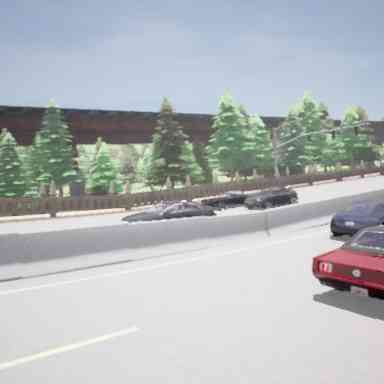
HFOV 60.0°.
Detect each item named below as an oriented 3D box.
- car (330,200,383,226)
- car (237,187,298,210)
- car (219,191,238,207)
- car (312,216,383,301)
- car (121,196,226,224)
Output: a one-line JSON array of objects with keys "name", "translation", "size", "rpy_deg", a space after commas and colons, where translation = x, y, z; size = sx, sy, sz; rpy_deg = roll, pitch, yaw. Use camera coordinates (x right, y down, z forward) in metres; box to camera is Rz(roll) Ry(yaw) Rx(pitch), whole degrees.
[{"name": "car", "translation": [7.405, 0.989, 13.362], "size": [4.181, 1.385, 1.994], "rpy_deg": [-5, 3, -36]}, {"name": "car", "translation": [6.126, 0.422, 25.544], "size": [4.892, 1.490, 1.837], "rpy_deg": [-7, 4, -35]}, {"name": "car", "translation": [3.049, 0.638, 27.653], "size": [4.718, 1.301, 1.895], "rpy_deg": [-6, 4, -35]}, {"name": "car", "translation": [4.743, 1.364, 7.137], "size": [4.718, 1.301, 1.895], "rpy_deg": [-3, 2, -36]}, {"name": "car", "translation": [-1.068, 1.232, 16.129], "size": [4.902, 1.511, 2.128], "rpy_deg": [-3, 2, -35]}]
